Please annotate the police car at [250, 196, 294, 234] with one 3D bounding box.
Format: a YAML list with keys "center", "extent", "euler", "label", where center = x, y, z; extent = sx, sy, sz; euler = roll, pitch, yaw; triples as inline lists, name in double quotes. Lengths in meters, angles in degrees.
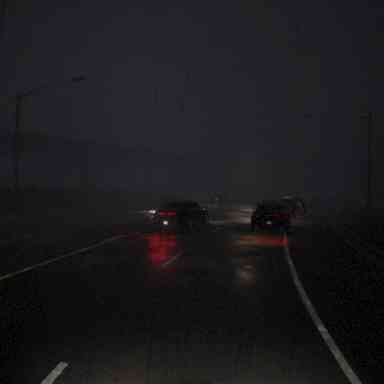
- center: [4.376, 1.207, 18.100]
  extent: [1.930, 1.638, 5.238]
  euler: [1, 1, 17]
  label: "police car"

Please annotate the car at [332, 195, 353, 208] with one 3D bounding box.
- center: [25.028, 1.616, 55.758]
  extent: [2.150, 2.045, 5.566]
  euler: [1, -2, 43]
  label: "car"

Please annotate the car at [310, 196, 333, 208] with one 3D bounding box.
- center: [18.083, 1.519, 47.332]
  extent: [1.994, 1.385, 4.181]
  euler: [1, -1, 38]
  label: "car"

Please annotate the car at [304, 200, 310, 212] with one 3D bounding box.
- center: [9.694, 1.202, 31.486]
  extent: [1.812, 1.442, 4.674]
  euler: [1, 0, 26]
  label: "car"

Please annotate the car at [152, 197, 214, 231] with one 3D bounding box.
- center: [-0.468, 1.220, 18.528]
  extent: [1.837, 1.490, 4.892]
  euler: [-1, 0, 20]
  label: "car"

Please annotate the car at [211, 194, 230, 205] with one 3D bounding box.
- center: [4.034, 1.023, 51.583]
  extent: [2.097, 1.767, 4.553]
  euler: [1, -1, 34]
  label: "car"

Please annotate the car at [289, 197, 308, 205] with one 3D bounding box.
- center: [21.494, 1.842, 67.202]
  extent: [1.994, 1.385, 4.181]
  euler: [1, -2, 43]
  label: "car"

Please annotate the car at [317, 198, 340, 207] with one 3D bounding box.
- center: [25.098, 2.009, 61.043]
  extent: [4.902, 1.511, 2.128]
  euler: [4, -2, -45]
  label: "car"

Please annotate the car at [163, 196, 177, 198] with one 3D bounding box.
- center: [-2.226, 1.087, 33.070]
  extent: [1.994, 1.385, 4.181]
  euler: [1, 1, 24]
  label: "car"

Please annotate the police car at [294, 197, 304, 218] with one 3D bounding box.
- center: [7.491, 1.125, 26.621]
  extent: [1.930, 1.638, 5.238]
  euler: [1, 1, 23]
  label: "police car"
